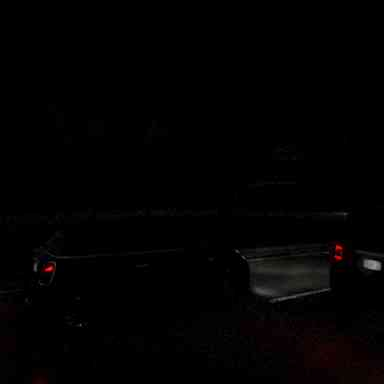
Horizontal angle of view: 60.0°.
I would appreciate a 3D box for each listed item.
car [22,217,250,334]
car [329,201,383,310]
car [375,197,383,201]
[{"bbox_3d":[-0.946,1.353,6.950,4.553,1.767,2.097,1,0,-33],"label":"car"},{"bbox_3d":[5.225,1.289,6.675,5.566,2.045,2.150,1,0,-30],"label":"car"},{"bbox_3d":[18.852,1.487,31.820,2.150,2.045,5.566,1,0,-26],"label":"car"}]
